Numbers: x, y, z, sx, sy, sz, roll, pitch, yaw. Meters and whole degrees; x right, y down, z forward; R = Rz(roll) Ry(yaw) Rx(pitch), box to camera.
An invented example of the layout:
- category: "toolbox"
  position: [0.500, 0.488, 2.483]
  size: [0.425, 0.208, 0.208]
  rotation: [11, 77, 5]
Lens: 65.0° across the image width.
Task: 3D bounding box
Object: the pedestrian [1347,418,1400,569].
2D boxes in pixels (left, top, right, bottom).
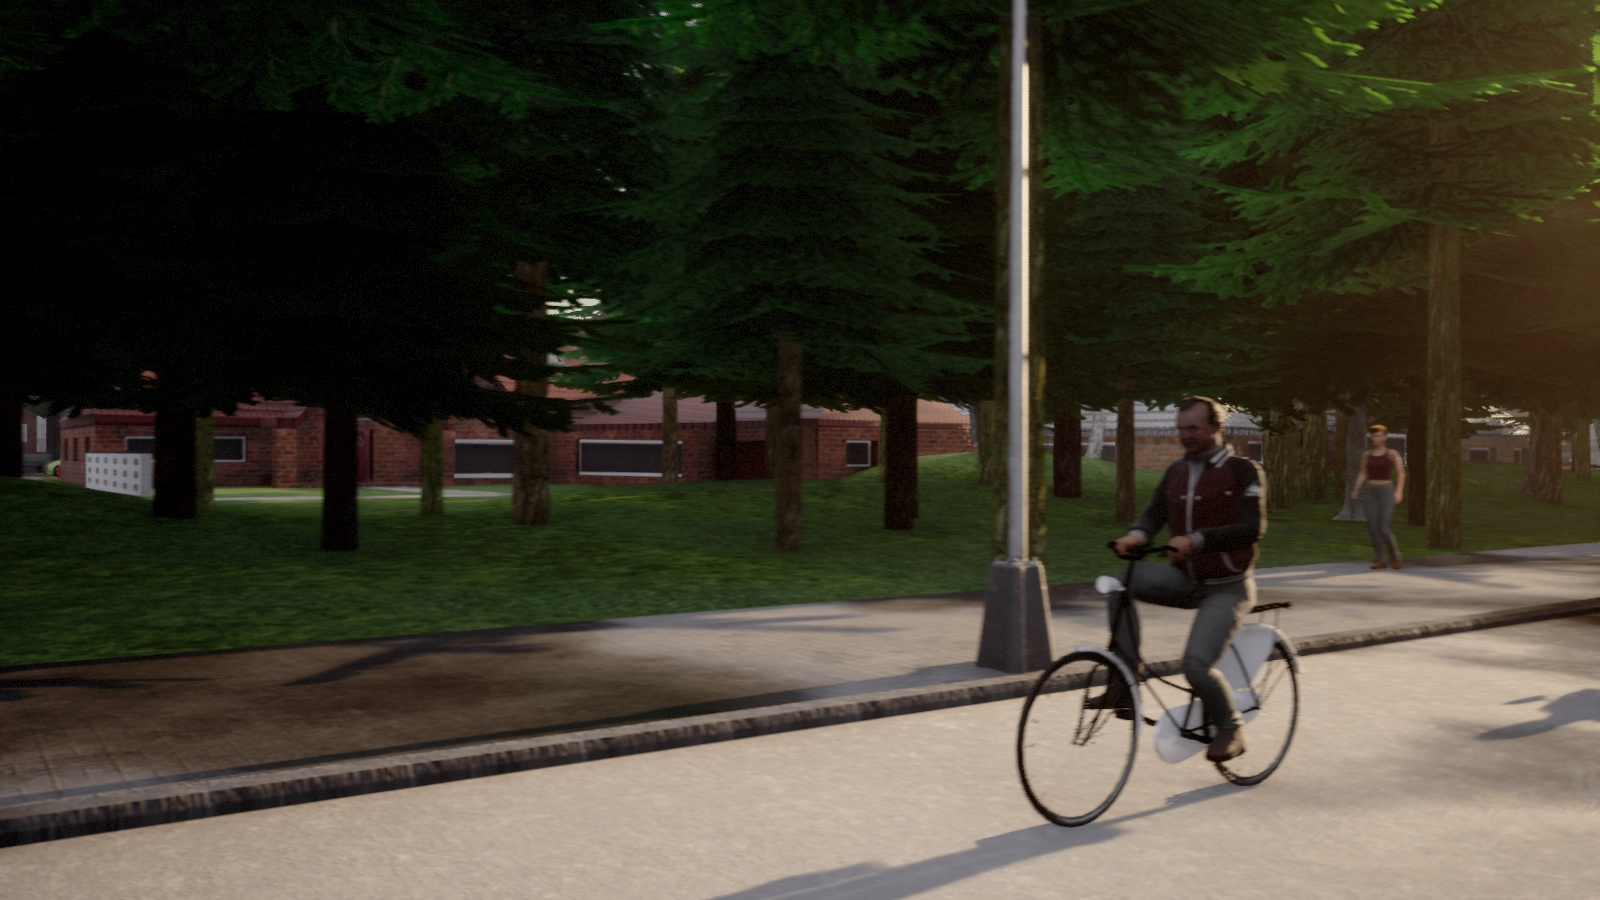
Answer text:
- category: "pedestrian"
  position: [7.113, 0.530, 15.577]
  size: [0.594, 1.836, 0.345]
  rotation: [0, 0, -35]

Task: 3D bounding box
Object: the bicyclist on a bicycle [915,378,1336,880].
- category: "bicyclist on a bicycle"
  position: [1.403, 0.640, 5.244]
  size: [1.843, 1.776, 0.659]
  rotation: [0, 0, -35]

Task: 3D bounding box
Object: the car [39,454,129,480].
- category: "car"
  position: [-42.590, 0.993, 74.745]
  size: [4.514, 1.525, 2.007]
  rotation: [0, 0, -35]
